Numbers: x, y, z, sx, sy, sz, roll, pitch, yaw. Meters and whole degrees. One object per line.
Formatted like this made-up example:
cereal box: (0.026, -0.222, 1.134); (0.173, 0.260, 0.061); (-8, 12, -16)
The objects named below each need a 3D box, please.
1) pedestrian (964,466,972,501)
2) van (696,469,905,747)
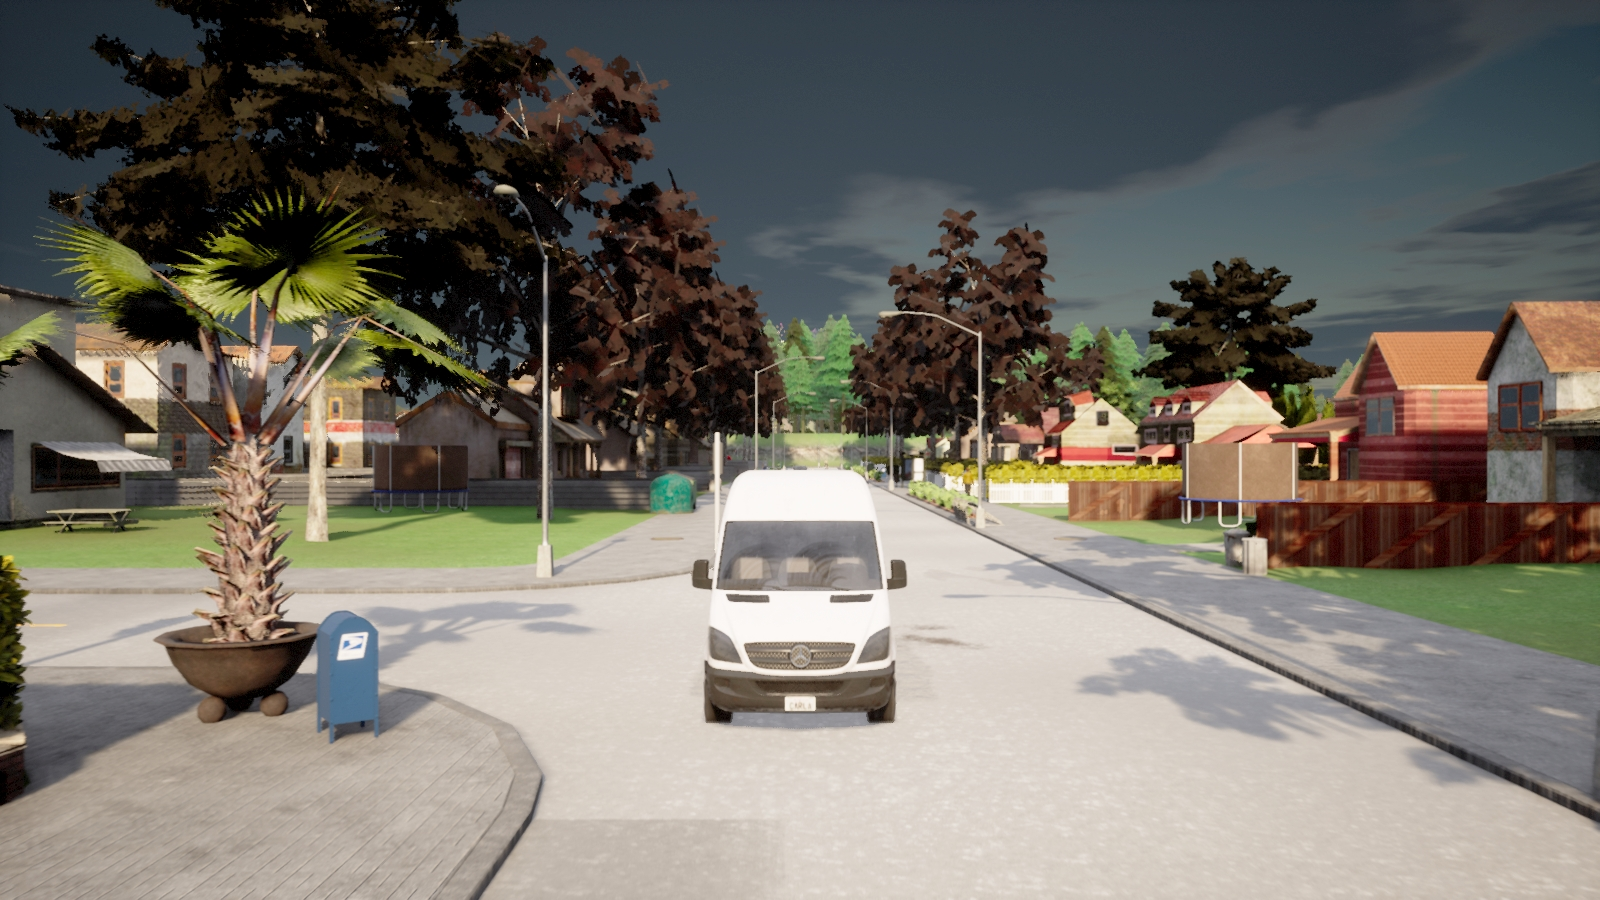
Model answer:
pedestrian: (9.164, 1.822, 62.323); (0.375, 1.860, 0.375); (0, 0, 1)
van: (0.004, 1.554, 13.810); (1.988, 2.561, 5.915); (0, 0, 0)
